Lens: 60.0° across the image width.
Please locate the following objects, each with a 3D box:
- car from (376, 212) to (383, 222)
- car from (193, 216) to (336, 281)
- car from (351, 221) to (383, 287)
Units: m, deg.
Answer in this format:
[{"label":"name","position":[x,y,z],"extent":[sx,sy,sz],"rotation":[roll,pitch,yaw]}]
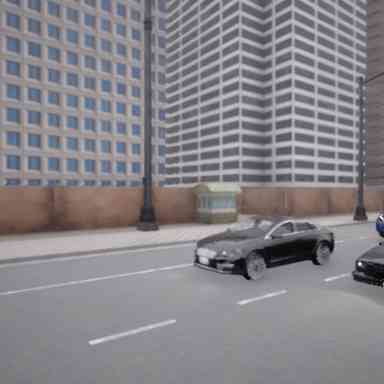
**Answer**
[{"label":"car","position":[11.352,1.211,16.347],"extent":[5.566,2.045,2.150],"rotation":[0,0,-34]},{"label":"car","position":[2.304,1.488,9.927],"extent":[4.902,1.511,2.128],"rotation":[0,0,-35]},{"label":"car","position":[6.246,1.542,8.350],"extent":[5.357,1.411,2.033],"rotation":[0,0,-35]}]
